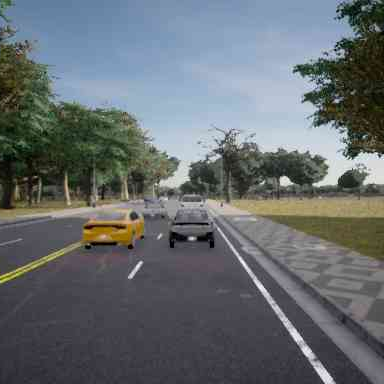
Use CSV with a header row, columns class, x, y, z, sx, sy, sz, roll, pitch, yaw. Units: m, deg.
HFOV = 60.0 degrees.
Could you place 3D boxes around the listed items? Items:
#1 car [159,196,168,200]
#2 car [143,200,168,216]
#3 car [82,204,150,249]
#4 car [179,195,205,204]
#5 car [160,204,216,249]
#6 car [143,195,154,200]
class,x,y,z,sx,sy,sz,roll,pitch,yaw
car,-6.499,1.687,75.475,1.812,1.442,4.674,0,0,0
car,-3.250,1.634,29.682,1.895,1.301,4.718,0,0,0
car,-3.250,1.489,14.651,1.882,1.535,5.008,0,0,0
car,0.000,1.276,29.682,2.150,2.045,5.566,0,0,0
car,0.000,1.499,14.651,2.128,1.511,4.902,0,0,0
car,-9.750,1.518,75.507,2.097,1.767,4.553,0,0,0
